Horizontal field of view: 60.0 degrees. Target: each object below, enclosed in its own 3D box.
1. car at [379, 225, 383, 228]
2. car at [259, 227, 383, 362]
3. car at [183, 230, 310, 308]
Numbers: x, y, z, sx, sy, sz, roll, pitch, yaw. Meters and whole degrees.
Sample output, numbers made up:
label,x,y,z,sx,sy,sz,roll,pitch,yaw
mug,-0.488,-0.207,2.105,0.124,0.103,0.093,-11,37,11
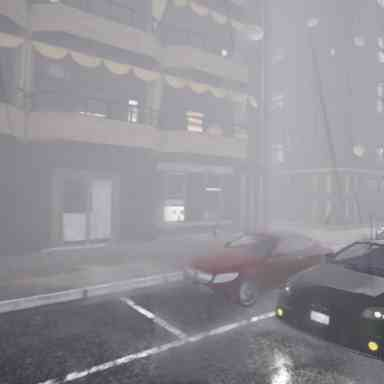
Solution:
label,x,y,z,sx,sy,sz,roll,pitch,yaw
car,9.000,1.469,13.116,4.097,1.590,1.967,0,1,-35
car,3.410,1.576,5.806,4.181,1.385,1.994,0,0,-35
car,1.777,1.593,7.909,4.206,1.307,1.802,0,1,-35
